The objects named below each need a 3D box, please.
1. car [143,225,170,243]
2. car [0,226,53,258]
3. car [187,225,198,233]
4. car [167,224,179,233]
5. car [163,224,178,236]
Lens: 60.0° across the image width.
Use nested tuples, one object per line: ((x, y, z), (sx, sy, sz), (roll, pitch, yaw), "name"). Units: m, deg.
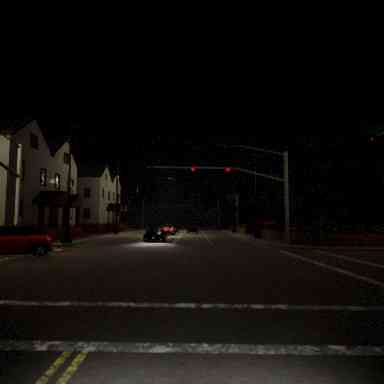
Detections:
((-3.535, 4.180, 32.346), (1.994, 1.385, 4.181), (0, -5, 0), "car")
((-9.926, 2.636, 17.938), (4.553, 1.767, 2.097), (2, -7, -22), "car")
((0.106, 6.462, 57.882), (2.033, 1.411, 5.357), (0, -5, 0), "car")
((-3.458, 6.636, 60.521), (1.837, 1.490, 4.892), (0, -4, 1), "car")
((-3.502, 5.318, 47.455), (2.097, 1.767, 4.553), (0, -5, 0), "car")
